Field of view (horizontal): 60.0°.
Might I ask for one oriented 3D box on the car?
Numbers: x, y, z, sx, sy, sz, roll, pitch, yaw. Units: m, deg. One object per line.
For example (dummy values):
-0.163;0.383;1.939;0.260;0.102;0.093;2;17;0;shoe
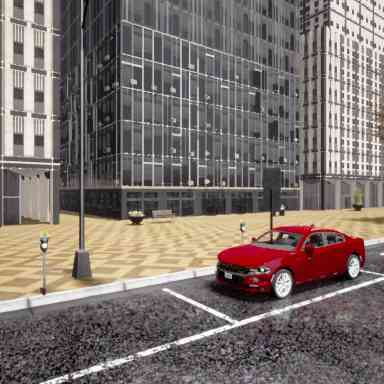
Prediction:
2.606;1.545;8.422;4.507;1.381;1.887;0;0;-36;car
